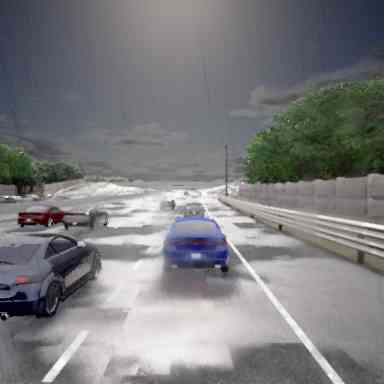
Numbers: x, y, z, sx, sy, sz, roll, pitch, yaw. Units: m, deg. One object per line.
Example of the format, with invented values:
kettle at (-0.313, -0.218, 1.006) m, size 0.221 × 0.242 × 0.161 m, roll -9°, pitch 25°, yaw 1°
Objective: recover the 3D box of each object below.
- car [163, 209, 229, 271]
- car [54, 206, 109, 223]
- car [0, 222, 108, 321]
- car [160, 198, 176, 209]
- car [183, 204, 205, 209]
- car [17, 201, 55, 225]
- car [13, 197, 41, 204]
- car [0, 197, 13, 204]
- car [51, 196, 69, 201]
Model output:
car at (0.116, 1.572, 11.287) m, size 1.882 × 1.535 × 5.008 m, roll 0°, pitch -1°, yaw 0°
car at (-6.848, 1.658, 21.912) m, size 2.128 × 1.511 × 4.902 m, roll 0°, pitch 0°, yaw 0°
car at (-3.493, 1.627, 7.529) m, size 1.994 × 1.385 × 4.181 m, roll 0°, pitch 0°, yaw 0°
car at (-3.283, 1.556, 45.879) m, size 2.128 × 1.511 × 4.902 m, roll 0°, pitch 1°, yaw 1°
car at (0.192, 1.723, 29.442) m, size 2.033 × 1.411 × 5.357 m, roll 0°, pitch 0°, yaw 0°
car at (-10.340, 1.648, 23.543) m, size 1.882 × 1.535 × 5.008 m, roll 0°, pitch 0°, yaw 0°
car at (-24.264, 1.545, 49.726) m, size 1.812 × 1.442 × 4.674 m, roll 0°, pitch 2°, yaw 1°
car at (-31.196, 1.498, 54.988) m, size 2.033 × 1.411 × 5.357 m, roll 0°, pitch 1°, yaw 1°
car at (-20.744, 1.489, 51.881) m, size 1.837 × 1.490 × 4.892 m, roll 0°, pitch 3°, yaw 1°
